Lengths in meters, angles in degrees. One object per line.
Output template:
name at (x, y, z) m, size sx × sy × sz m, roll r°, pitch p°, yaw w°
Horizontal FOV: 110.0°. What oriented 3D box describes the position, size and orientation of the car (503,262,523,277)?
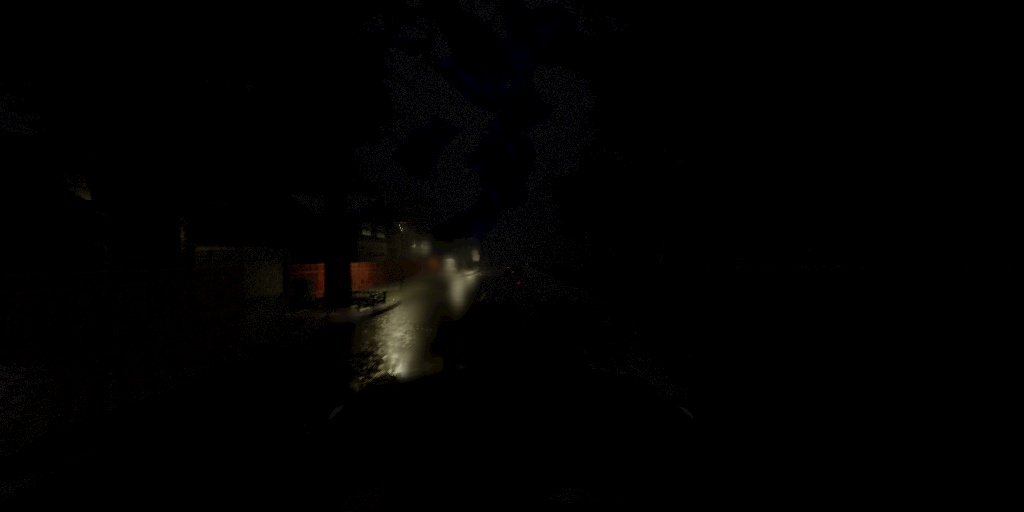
car at (0.088, 1.414, 38.170) m, size 2.128 × 1.511 × 4.902 m, roll 0°, pitch 0°, yaw 0°
